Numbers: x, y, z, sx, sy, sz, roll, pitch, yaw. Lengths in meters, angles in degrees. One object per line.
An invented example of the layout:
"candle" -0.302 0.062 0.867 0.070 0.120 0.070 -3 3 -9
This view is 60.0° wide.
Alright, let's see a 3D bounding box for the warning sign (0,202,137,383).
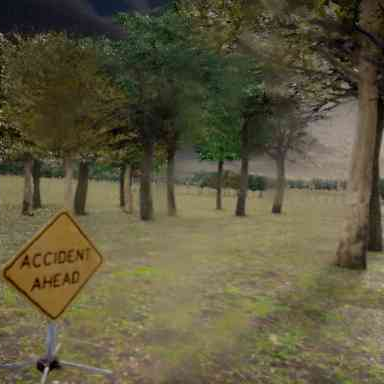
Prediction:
"warning sign" -1.534 1.098 3.737 1.060 1.860 1.300 4 -1 35
